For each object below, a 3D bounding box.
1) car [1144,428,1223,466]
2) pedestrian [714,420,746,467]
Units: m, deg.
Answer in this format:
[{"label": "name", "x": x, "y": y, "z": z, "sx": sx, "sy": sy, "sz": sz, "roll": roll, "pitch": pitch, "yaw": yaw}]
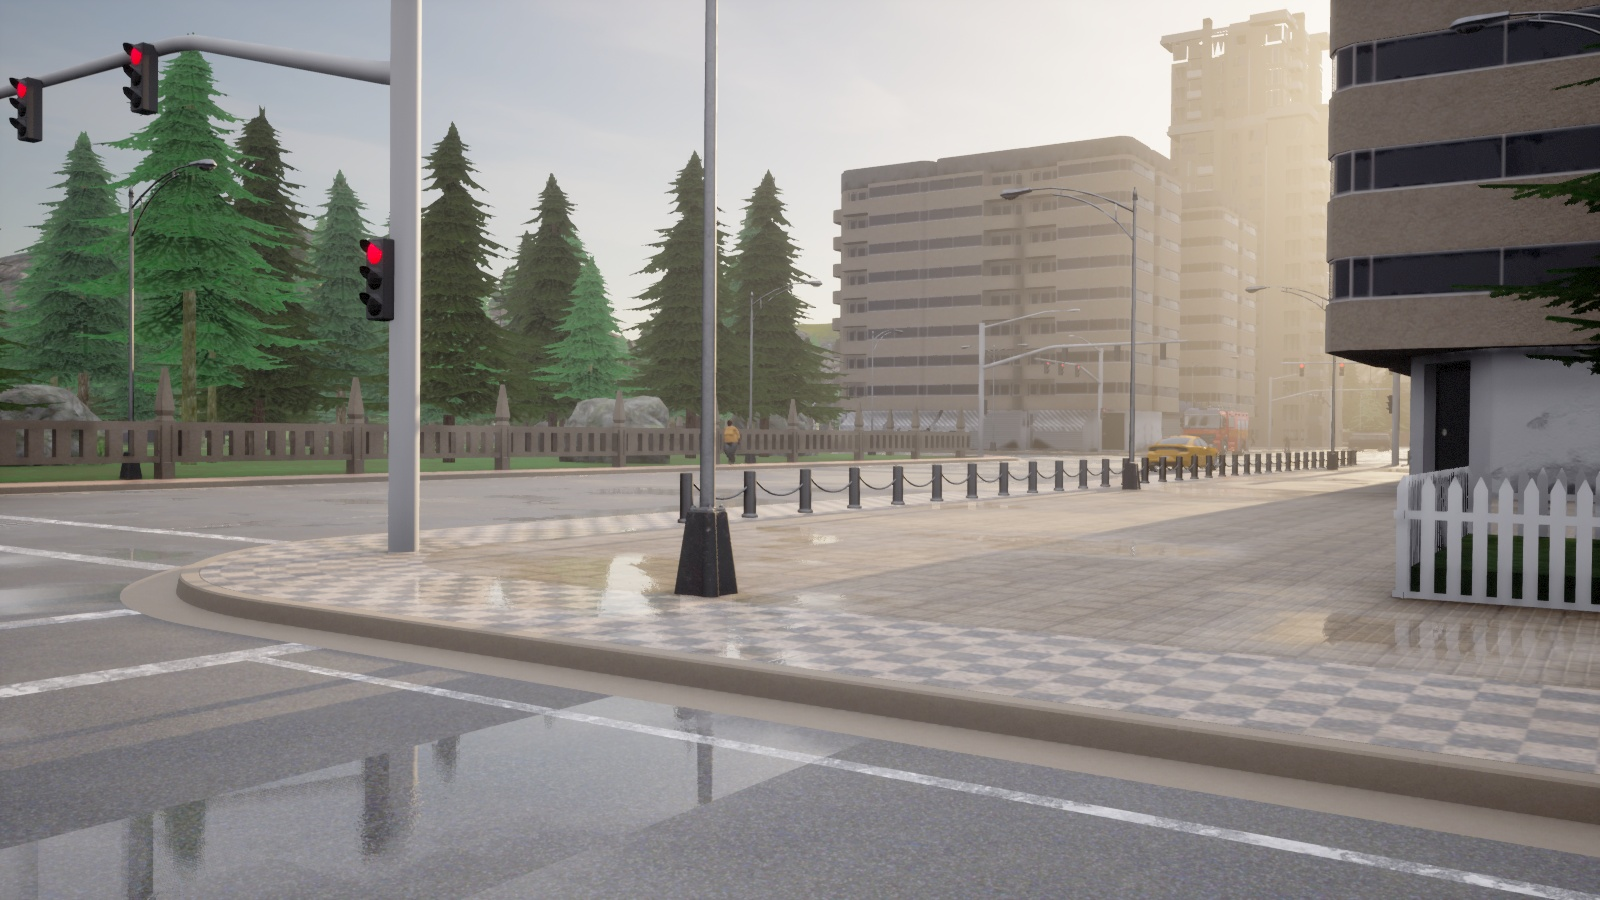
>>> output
[{"label": "car", "x": 16.374, "y": -0.169, "z": 53.455, "sx": 1.882, "sy": 1.535, "sz": 5.008, "roll": 0, "pitch": 1, "yaw": 34}, {"label": "pedestrian", "x": -2.758, "y": -0.263, "z": 49.686, "sx": 0.874, "sy": 1.855, "sz": 0.900, "roll": 0, "pitch": 1, "yaw": 33}]
